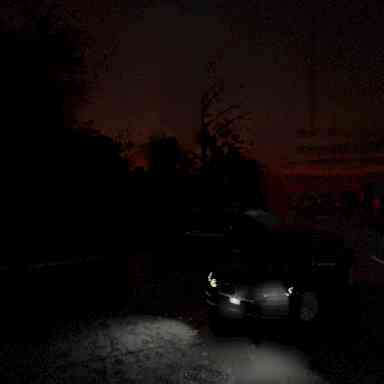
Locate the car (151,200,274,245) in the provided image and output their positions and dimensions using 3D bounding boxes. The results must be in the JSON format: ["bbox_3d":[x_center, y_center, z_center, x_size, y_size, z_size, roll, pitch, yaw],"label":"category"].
[{"bbox_3d":[0.831,1.445,15.764,5.566,2.045,2.435,0,-1,16],"label":"car"}]

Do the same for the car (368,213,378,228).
[{"bbox_3d":[16.163,1.978,24.924,4.553,1.767,2.185,0,-2,16],"label":"car"}]

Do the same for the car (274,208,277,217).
[{"bbox_3d":[2.325,1.574,21.017,5.566,2.045,2.435,0,-1,16],"label":"car"}]

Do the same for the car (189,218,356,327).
[{"bbox_3d":[2.241,1.585,7.396,1.837,1.490,4.892,1,0,39],"label":"car"}]

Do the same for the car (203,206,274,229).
[{"bbox_3d":[3.704,1.991,26.559,5.366,1.575,1.946,0,-2,16],"label":"car"}]

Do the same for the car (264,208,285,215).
[{"bbox_3d":[20.882,4.941,84.291,5.008,1.535,2.097,0,-3,17],"label":"car"}]

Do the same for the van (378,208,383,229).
[{"bbox_3d":[15.239,1.781,22.035,4.442,1.987,1.878,0,-2,16],"label":"van"}]

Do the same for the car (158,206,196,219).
[{"bbox_3d":[-2.061,2.878,47.029,5.008,1.535,1.882,1,0,17],"label":"car"}]

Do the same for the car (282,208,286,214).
[{"bbox_3d":[19.018,4.635,78.019,4.674,1.452,2.002,0,-3,17],"label":"car"}]

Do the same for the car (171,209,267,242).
[{"bbox_3d":[1.537,1.759,18.332,4.892,1.521,2.231,0,-1,16],"label":"car"}]

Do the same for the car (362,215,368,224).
[{"bbox_3d":[17.179,2.205,27.662,5.366,1.575,1.946,0,-2,16],"label":"car"}]

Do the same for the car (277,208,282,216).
[{"bbox_3d":[11.195,3.181,51.689,4.674,1.452,2.002,0,-3,16],"label":"car"}]

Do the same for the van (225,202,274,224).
[{"bbox_3d":[5.512,1.958,31.720,4.442,1.987,1.878,0,-2,16],"label":"van"}]

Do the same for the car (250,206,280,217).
[{"bbox_3d":[12.034,3.181,54.752,4.553,1.767,2.185,0,-3,16],"label":"car"}]

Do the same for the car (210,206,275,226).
[{"bbox_3d":[4.443,2.080,29.114,5.366,1.575,1.946,0,-2,16],"label":"car"}]

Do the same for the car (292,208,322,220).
[{"bbox_3d":[9.792,2.169,28.648,1.837,1.490,4.892,0,-2,16],"label":"car"}]
